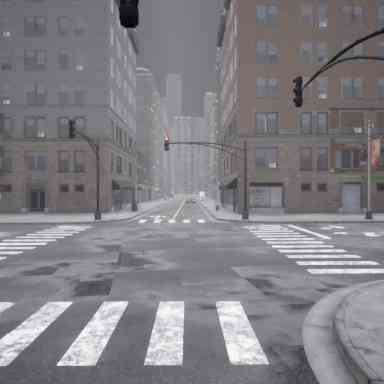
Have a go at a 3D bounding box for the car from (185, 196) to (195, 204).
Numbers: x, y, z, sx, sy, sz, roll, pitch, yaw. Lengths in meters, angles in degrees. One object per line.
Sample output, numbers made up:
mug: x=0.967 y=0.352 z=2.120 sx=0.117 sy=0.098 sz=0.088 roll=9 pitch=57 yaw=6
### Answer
car: x=-0.306 y=1.650 z=63.698 sx=1.895 sy=1.301 sz=4.718 roll=0 pitch=0 yaw=0

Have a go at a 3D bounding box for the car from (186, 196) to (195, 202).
car: x=-0.375 y=1.485 z=73.703 sx=1.895 sy=1.301 sz=4.718 roll=0 pitch=0 yaw=0
